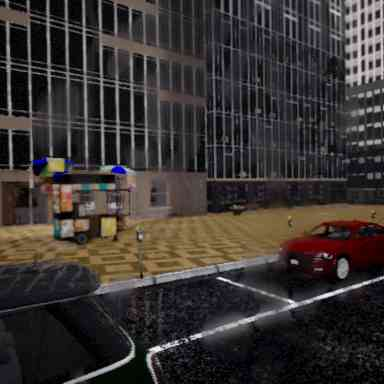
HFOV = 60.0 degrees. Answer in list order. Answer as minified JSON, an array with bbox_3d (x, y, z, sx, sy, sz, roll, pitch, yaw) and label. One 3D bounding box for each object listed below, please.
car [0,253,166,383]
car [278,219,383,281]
[{"bbox_3d":[-2.349,1.355,1.701,4.553,1.767,2.097,0,0,-35],"label":"car"},{"bbox_3d":[4.420,1.520,9.726,4.507,1.381,1.887,0,-1,-35],"label":"car"}]
